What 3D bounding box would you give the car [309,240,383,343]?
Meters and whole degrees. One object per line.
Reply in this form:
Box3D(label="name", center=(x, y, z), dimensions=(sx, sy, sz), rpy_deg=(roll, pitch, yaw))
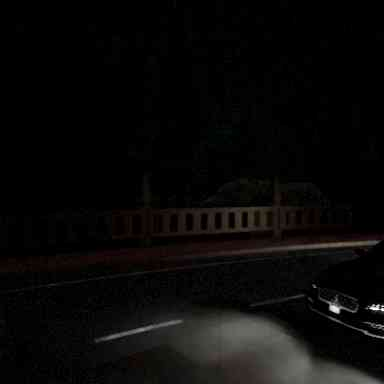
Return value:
Box3D(label="car", center=(4.347, 1.499, 5.941), dimensions=(4.892, 1.490, 1.837), rpy_deg=(0, 0, -24))
